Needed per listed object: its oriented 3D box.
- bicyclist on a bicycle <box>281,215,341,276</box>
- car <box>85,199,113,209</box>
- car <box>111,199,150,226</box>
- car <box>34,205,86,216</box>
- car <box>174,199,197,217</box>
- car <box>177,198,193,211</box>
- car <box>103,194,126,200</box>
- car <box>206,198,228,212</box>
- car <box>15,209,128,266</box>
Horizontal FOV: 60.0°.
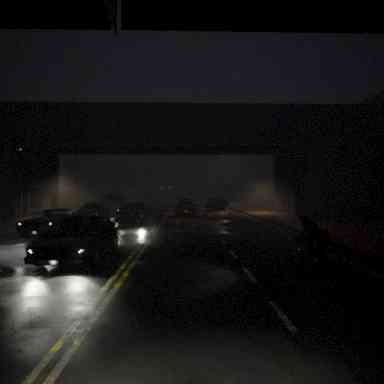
[{"bbox_3d":[3.226,1.449,9.029,1.656,1.620,0.582,-2,0,-1],"label":"bicyclist on a bicycle"},{"bbox_3d":[-7.580,1.525,25.779,1.812,1.442,4.674,0,0,-1],"label":"car"},{"bbox_3d":[-4.121,1.477,23.722,1.882,1.535,5.008,0,0,-1],"label":"car"},{"bbox_3d":[-7.493,1.600,17.907,1.895,1.301,4.718,0,0,-1],"label":"car"},{"bbox_3d":[-0.597,1.477,30.829,1.882,1.535,5.008,0,0,-1],"label":"car"},{"bbox_3d":[-0.847,1.524,40.722,1.812,1.442,4.674,0,0,-2],"label":"car"},{"bbox_3d":[-7.822,1.220,33.357,2.150,2.045,5.566,0,0,-2],"label":"car"},{"bbox_3d":[2.714,1.476,38.966,1.882,1.535,5.008,0,0,-1],"label":"car"},{"bbox_3d":[-3.851,1.547,11.770,2.033,1.411,5.357,0,0,-1],"label":"car"}]
